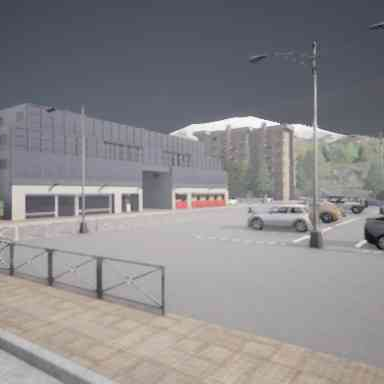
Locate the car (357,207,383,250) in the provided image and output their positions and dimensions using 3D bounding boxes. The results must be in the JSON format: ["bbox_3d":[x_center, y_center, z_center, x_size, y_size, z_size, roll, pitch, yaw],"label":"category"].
[{"bbox_3d":[8.823,1.487,12.220,4.514,1.523,2.007,-1,0,35],"label":"car"}]

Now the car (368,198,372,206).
[{"bbox_3d":[17.390,1.363,37.752,4.605,1.855,1.932,-1,0,35],"label":"car"}]

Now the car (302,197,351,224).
[{"bbox_3d":[8.642,1.415,24.708,5.027,1.636,2.152,-1,0,35],"label":"car"}]

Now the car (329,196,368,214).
[{"bbox_3d":[16.044,1.339,35.144,3.866,1.878,1.905,-1,0,35],"label":"car"}]

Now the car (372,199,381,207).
[{"bbox_3d":[28.257,1.639,52.828,3.633,1.501,1.845,-1,0,35],"label":"car"}]

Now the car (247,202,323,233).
[{"bbox_3d":[5.193,1.491,19.287,3.806,1.475,1.970,-1,0,35],"label":"car"}]
